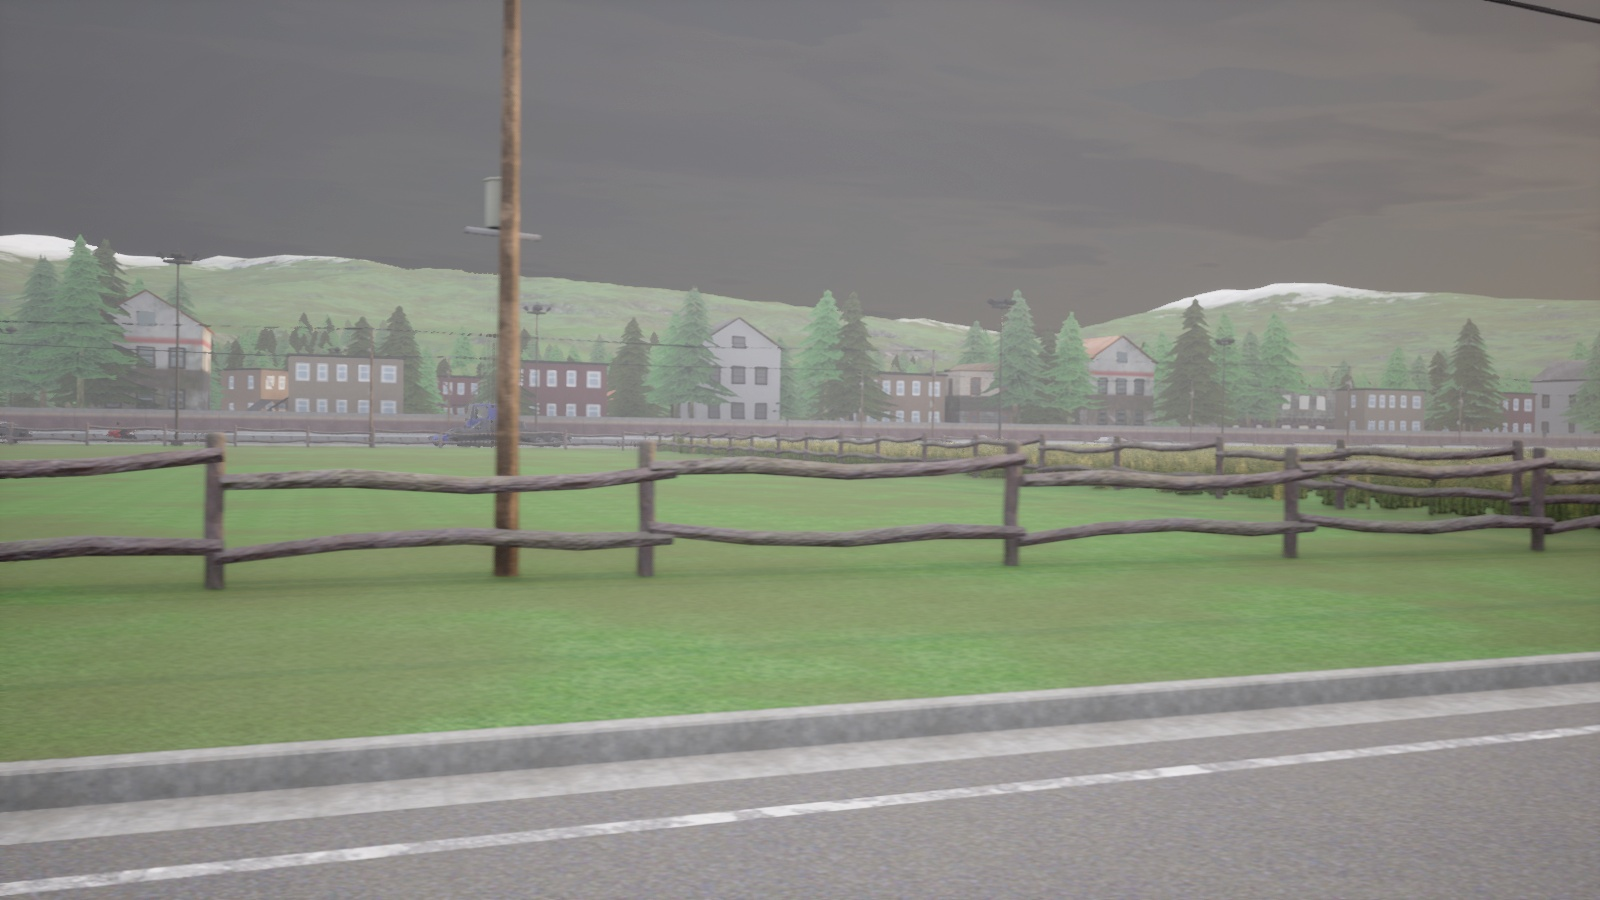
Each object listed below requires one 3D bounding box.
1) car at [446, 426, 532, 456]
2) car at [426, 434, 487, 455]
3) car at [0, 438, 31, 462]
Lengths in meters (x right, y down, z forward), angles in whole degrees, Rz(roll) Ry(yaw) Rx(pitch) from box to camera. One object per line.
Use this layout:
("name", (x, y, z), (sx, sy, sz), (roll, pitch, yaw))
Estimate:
("car", (-21.602, -0.632, 87.257), (5.566, 2.045, 2.150), (-1, 1, -21))
("car", (-25.544, -0.397, 93.259), (4.193, 1.474, 1.816), (-1, 1, -21))
("car", (-51.840, 0.003, 79.674), (4.892, 1.490, 1.837), (-1, 1, -21))
